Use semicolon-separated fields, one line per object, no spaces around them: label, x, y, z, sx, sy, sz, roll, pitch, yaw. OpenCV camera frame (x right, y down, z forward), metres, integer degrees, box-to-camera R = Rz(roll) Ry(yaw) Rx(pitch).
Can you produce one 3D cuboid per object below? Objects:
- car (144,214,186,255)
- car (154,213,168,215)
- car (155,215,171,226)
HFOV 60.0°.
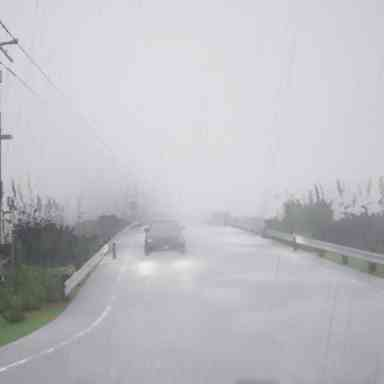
car;-1.383;2.130;16.626;1.812;1.442;4.674;-1;-1;-7
car;-2.540;2.477;27.719;1.812;1.442;4.674;-1;-3;-5
car;-3.654;3.614;42.119;1.895;1.301;4.718;-1;-5;-4
